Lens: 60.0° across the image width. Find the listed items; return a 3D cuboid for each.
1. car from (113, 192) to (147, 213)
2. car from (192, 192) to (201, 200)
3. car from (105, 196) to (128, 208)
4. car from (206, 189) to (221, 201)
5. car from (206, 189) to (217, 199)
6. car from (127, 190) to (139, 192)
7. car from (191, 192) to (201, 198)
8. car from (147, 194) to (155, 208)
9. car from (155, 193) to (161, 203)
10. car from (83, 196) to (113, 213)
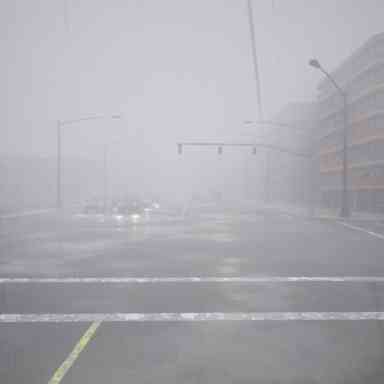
[{"bbox_3d":[-6.337,1.226,34.590,2.097,1.767,4.553,0,1,0],"label":"car"},{"bbox_3d":[0.854,0.959,65.865,1.895,1.301,4.718,0,1,0],"label":"car"},{"bbox_3d":[-9.810,1.313,43.612,1.994,1.385,4.181,0,1,0],"label":"car"},{"bbox_3d":[4.453,0.593,65.123,2.150,2.045,5.566,0,1,0],"label":"car"},{"bbox_3d":[4.383,0.428,75.739,2.150,2.045,5.566,0,1,0],"label":"car"},{"bbox_3d":[-9.767,0.778,54.499,2.150,2.045,5.566,0,1,0],"label":"car"},{"bbox_3d":[0.883,0.649,75.841,2.033,1.411,5.357,0,1,0],"label":"car"},{"bbox_3d":[-6.310,1.277,43.472,1.812,1.442,4.674,0,1,0],"label":"car"},{"bbox_3d":[-6.259,1.016,56.246,2.128,1.511,4.902,0,2,0],"label":"car"},{"bbox_3d":[-9.835,1.225,34.932,2.097,1.767,4.553,0,1,0],"label":"car"}]
